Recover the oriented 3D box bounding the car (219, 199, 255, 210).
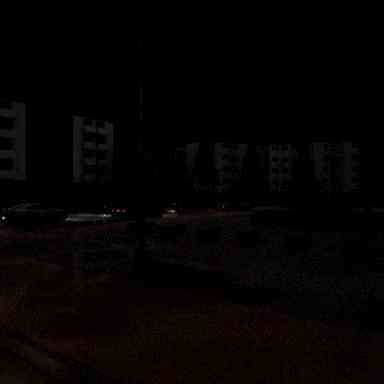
[{"bbox_3d":[5.847,1.600,43.026,4.718,1.301,1.895,0,0,-32],"label":"car"}]

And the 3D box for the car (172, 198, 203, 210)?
[{"bbox_3d":[-0.837,1.504,42.714,4.892,1.490,1.837,0,0,-37],"label":"car"}]

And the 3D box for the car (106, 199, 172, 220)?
[{"bbox_3d":[-4.452,1.547,28.724,2.033,1.411,5.357,0,0,36],"label":"car"}]

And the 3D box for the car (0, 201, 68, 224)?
[{"bbox_3d":[-11.463,1.525,24.503,1.812,1.442,4.674,0,0,33],"label":"car"}]

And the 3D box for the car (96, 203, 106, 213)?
[{"bbox_3d":[-7.890,1.477,35.741,1.882,1.535,5.008,0,0,40],"label":"car"}]

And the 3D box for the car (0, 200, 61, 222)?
[{"bbox_3d":[-13.644,1.504,27.739,1.837,1.490,4.892,0,0,34],"label":"car"}]
